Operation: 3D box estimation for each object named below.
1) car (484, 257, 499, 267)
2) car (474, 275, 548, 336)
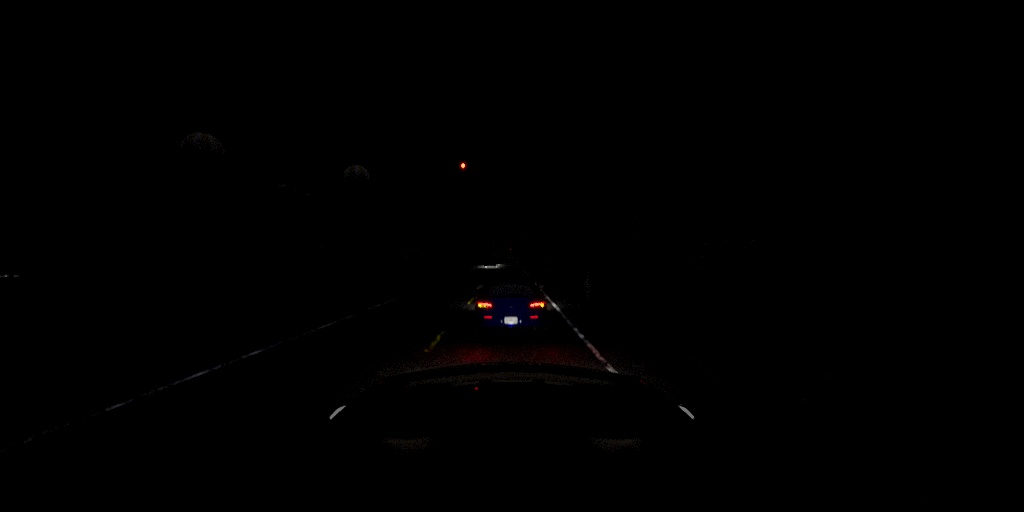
[{"bbox_3d":[-3.815,1.147,62.551,1.994,1.385,4.181,0,0,0],"label":"car"},{"bbox_3d":[-0.031,1.258,10.255,1.812,1.442,4.674,0,0,0],"label":"car"}]
